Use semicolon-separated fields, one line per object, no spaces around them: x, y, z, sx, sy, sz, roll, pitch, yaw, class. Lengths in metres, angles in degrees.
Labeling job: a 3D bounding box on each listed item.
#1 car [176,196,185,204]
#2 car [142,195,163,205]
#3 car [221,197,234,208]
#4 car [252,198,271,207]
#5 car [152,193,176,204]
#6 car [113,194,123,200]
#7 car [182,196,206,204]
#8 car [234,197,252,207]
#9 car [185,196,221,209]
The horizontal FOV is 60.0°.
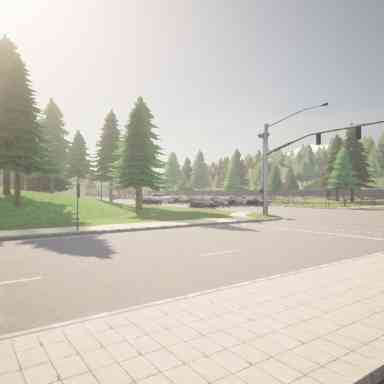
-2.546;1.547;62.971;2.033;1.411;5.357;0;0;-35;car
-7.422;1.601;57.695;1.895;1.301;4.718;0;0;-35;car
3.337;1.493;48.464;2.128;1.511;4.902;0;0;-35;car
9.905;1.601;51.294;1.895;1.301;4.718;0;0;-35;car
-5.709;1.219;61.371;2.150;2.045;5.566;0;0;-35;car
-16.094;1.115;70.170;1.837;1.490;4.892;0;0;-35;car
0.298;1.548;65.053;2.033;1.411;5.357;0;0;-35;car
6.245;1.492;50.414;2.128;1.511;4.902;0;0;-35;car
1.459;1.563;45.051;1.994;1.385;4.181;0;0;-35;car
